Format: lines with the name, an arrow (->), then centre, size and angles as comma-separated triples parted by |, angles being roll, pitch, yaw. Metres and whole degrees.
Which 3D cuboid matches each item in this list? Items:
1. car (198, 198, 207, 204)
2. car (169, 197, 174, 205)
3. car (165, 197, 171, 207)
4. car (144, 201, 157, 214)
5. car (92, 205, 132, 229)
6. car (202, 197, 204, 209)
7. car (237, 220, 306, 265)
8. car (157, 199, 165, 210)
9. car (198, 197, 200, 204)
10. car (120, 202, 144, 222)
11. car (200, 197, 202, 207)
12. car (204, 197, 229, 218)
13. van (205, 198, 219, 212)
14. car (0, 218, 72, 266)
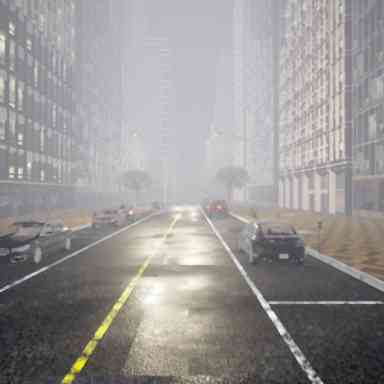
car -> 2.675, 2.365, 85.778 | 2.008, 1.369, 4.403 | -1, -1, 0
car -> -5.705, 2.149, 74.411 | 1.967, 1.590, 4.097 | -1, -1, 0
car -> -5.703, 2.153, 63.043 | 2.008, 1.369, 4.403 | -1, -1, 0
car -> -5.701, 1.911, 40.140 | 1.752, 1.417, 4.829 | -1, -1, 0
car -> -5.699, 1.807, 23.259 | 1.802, 1.307, 4.206 | -1, -1, 0
car -> 2.677, 1.702, 40.313 | 2.192, 1.841, 5.009 | -1, -1, 0
car -> 2.682, 1.666, 11.893 | 2.008, 1.369, 4.403 | -1, -1, 0
car -> -5.703, 2.061, 51.676 | 1.947, 1.339, 4.313 | -1, -1, 0
car -> 2.676, 2.042, 63.045 | 1.967, 1.590, 4.097 | -1, -1, 0
car -> -5.701, 1.719, 28.943 | 1.967, 1.590, 4.097 | -1, -1, 0
car -> 2.677, 1.935, 51.678 | 1.967, 1.590, 4.097 | -1, -1, 0
car -> 2.677, 1.648, 34.629 | 2.192, 1.841, 5.009 | -1, -1, 0
van -> 2.677, 1.782, 45.996 | 1.690, 1.788, 3.998 | -1, -1, 0
car -> -5.698, 1.667, 11.892 | 2.008, 1.369, 4.403 | -1, -1, 0
